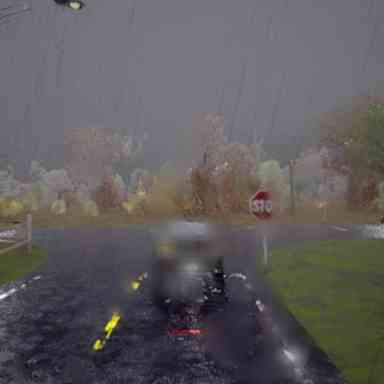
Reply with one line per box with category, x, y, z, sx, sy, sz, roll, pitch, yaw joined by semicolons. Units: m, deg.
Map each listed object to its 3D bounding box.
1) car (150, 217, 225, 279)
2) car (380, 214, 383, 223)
car;-0.232;1.545;10.259;1.837;1.490;4.892;0;0;-6
car;14.805;1.485;20.756;5.357;1.411;2.033;0;0;1
